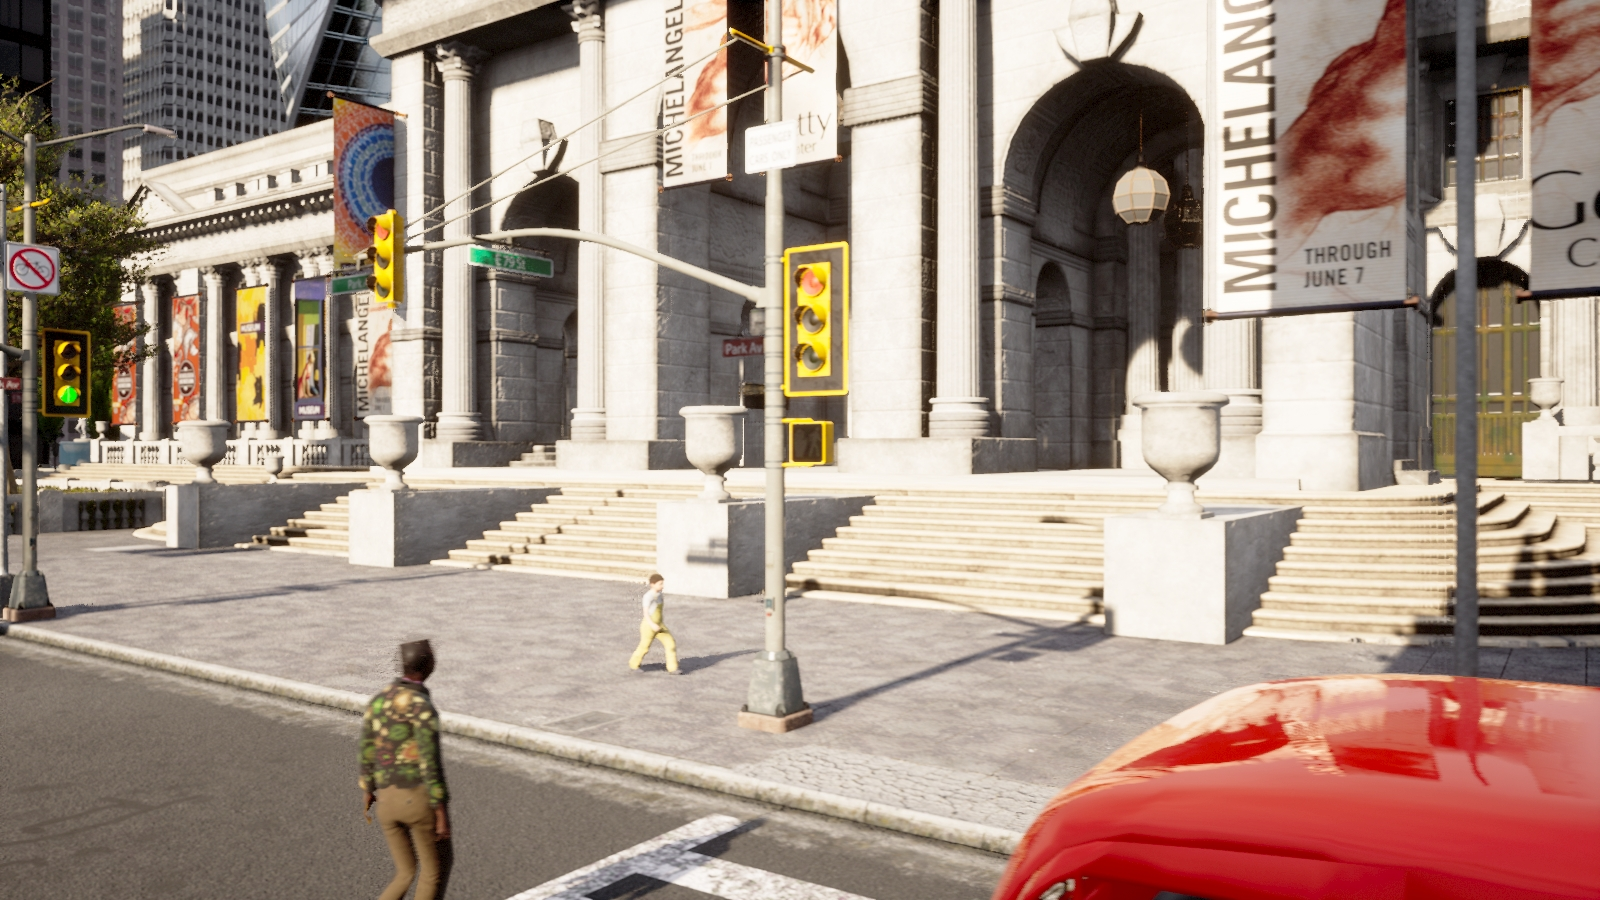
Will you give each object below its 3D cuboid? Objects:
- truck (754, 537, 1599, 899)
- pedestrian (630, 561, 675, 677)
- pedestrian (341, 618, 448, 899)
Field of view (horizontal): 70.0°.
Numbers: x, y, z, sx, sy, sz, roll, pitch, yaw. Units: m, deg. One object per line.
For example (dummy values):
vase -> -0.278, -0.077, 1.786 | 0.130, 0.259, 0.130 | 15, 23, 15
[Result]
truck -> 2.794, 1.568, 1.824 | 5.204, 2.467, 2.627 | 0, 0, 35
pedestrian -> -1.742, 1.983, 13.501 | 0.375, 1.300, 0.375 | 0, 0, 30
pedestrian -> -2.134, 1.853, 6.019 | 0.375, 1.860, 0.375 | 0, 0, 27
